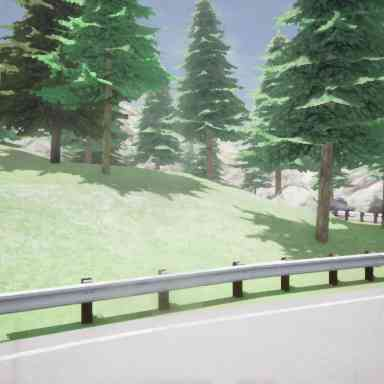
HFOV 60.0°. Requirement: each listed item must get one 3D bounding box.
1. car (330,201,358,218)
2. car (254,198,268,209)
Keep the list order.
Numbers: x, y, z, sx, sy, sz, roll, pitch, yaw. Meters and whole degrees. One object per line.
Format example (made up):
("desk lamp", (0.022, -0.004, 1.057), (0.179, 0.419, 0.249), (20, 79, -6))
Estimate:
("car", (13.266, 1.579, 30.952), (1.994, 1.385, 4.181), (0, 0, -20))
("car", (9.041, 1.521, 42.186), (1.837, 1.490, 4.892), (0, 0, -24))
